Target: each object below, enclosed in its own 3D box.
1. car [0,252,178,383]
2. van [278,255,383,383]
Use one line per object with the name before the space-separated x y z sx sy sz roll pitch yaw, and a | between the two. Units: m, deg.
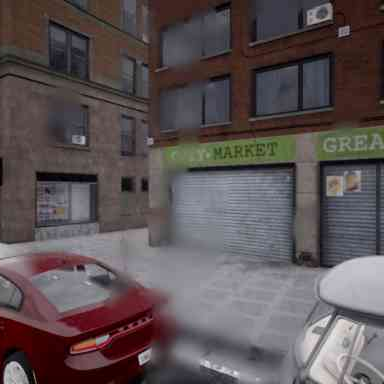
car | -2.282 1.544 4.701 4.507 1.381 1.887 0 0 35
van | 2.328 1.341 1.417 3.998 1.788 1.690 0 0 35
